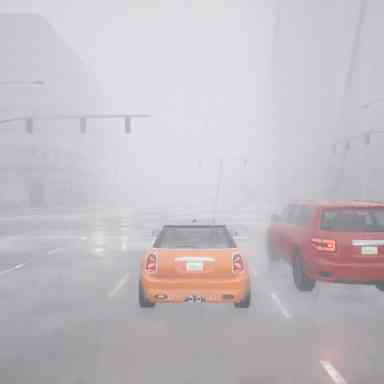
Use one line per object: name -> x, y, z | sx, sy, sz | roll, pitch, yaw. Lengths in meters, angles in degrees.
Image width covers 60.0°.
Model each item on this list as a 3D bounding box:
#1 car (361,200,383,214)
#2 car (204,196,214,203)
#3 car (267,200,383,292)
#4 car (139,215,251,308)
car -> 20.493, 1.564, 35.263 | 4.181, 1.385, 1.994 | 0, 0, 1
car -> 3.615, 1.525, 71.071 | 1.812, 1.442, 4.674 | 0, 0, 0
car -> 3.544, 1.221, 9.106 | 2.150, 2.045, 5.566 | 0, 0, 2
car -> 0.066, 1.352, 8.082 | 2.097, 1.767, 4.553 | 0, 0, 1
